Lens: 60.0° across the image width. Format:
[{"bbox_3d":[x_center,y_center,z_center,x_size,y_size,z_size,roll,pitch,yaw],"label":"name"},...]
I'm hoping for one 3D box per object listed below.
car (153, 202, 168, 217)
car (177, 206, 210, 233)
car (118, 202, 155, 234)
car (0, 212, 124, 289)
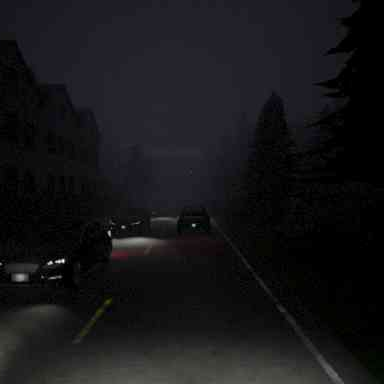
[{"bbox_3d":[-3.521,1.689,33.247,1.812,1.442,4.674,0,-1,0],"label":"car"},{"bbox_3d":[0.100,1.592,20.359,2.128,1.511,4.902,0,0,0],"label":"car"},{"bbox_3d":[-3.586,1.603,19.821,1.837,1.490,4.892,0,0,0],"label":"car"},{"bbox_3d":[-3.592,1.538,9.407,2.128,1.511,4.902,0,0,0],"label":"car"}]
